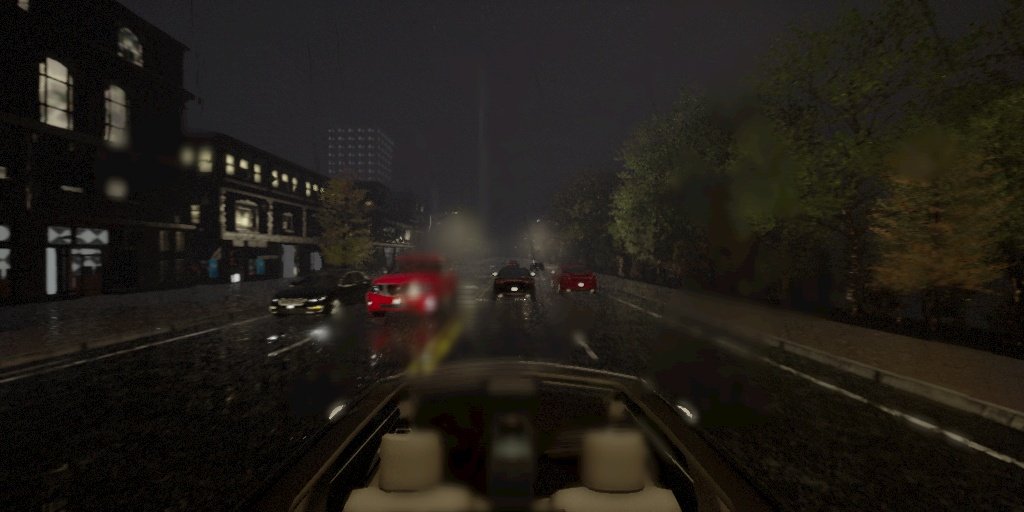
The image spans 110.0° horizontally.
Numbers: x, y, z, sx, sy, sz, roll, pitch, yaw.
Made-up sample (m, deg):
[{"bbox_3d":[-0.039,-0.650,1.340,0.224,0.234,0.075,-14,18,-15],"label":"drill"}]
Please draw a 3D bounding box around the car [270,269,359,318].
[{"bbox_3d":[-6.596,1.262,13.112,1.837,1.490,4.892,0,0,0],"label":"car"}]

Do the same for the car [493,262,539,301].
[{"bbox_3d":[0.102,1.237,17.502,1.882,1.535,5.008,0,0,0],"label":"car"}]

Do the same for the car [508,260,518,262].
[{"bbox_3d":[0.105,1.274,48.316,1.837,1.490,4.892,0,0,0],"label":"car"}]

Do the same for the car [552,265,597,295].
[{"bbox_3d":[3.352,1.238,19.892,1.882,1.535,5.008,0,0,0],"label":"car"}]

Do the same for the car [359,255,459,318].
[{"bbox_3d":[-3.348,0.979,13.293,2.150,2.045,5.566,0,0,0],"label":"car"}]

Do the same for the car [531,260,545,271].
[{"bbox_3d":[3.356,1.260,48.772,2.128,1.511,4.902,0,0,0],"label":"car"}]
